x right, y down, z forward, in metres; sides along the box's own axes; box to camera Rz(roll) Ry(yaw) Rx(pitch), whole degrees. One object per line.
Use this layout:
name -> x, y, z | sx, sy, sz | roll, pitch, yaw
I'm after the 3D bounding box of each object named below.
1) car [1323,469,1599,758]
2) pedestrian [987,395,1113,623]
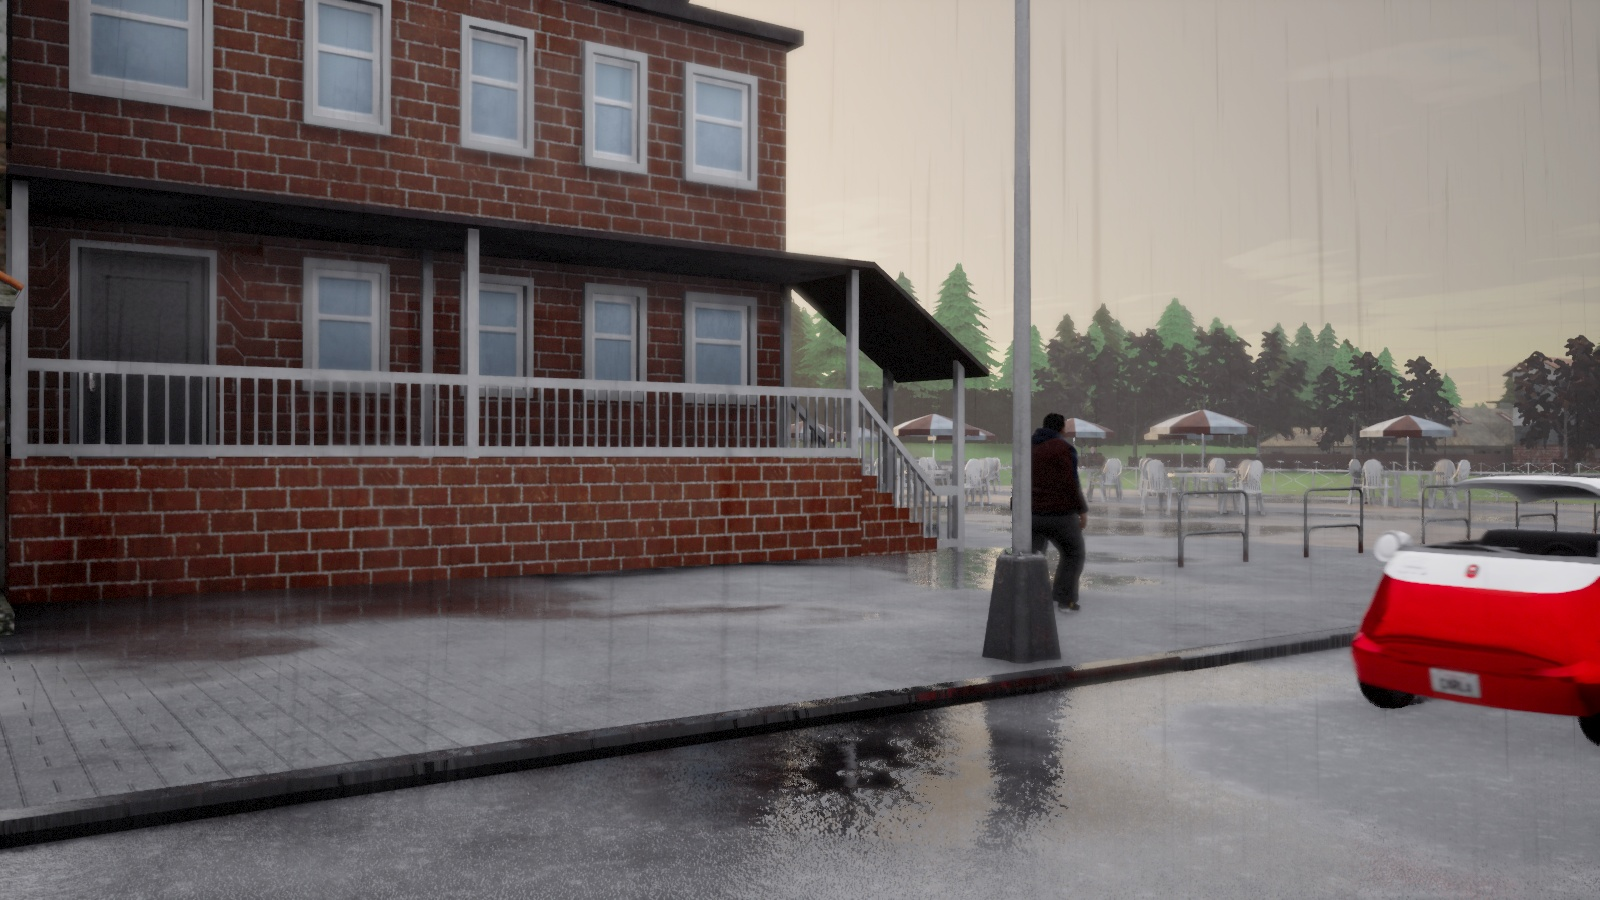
car -> 4.361, 0.808, 7.296 | 2.207, 1.376, 1.481 | 0, 0, -35
pedestrian -> 2.132, 0.476, 10.699 | 0.899, 1.844, 0.634 | 0, 0, -42
